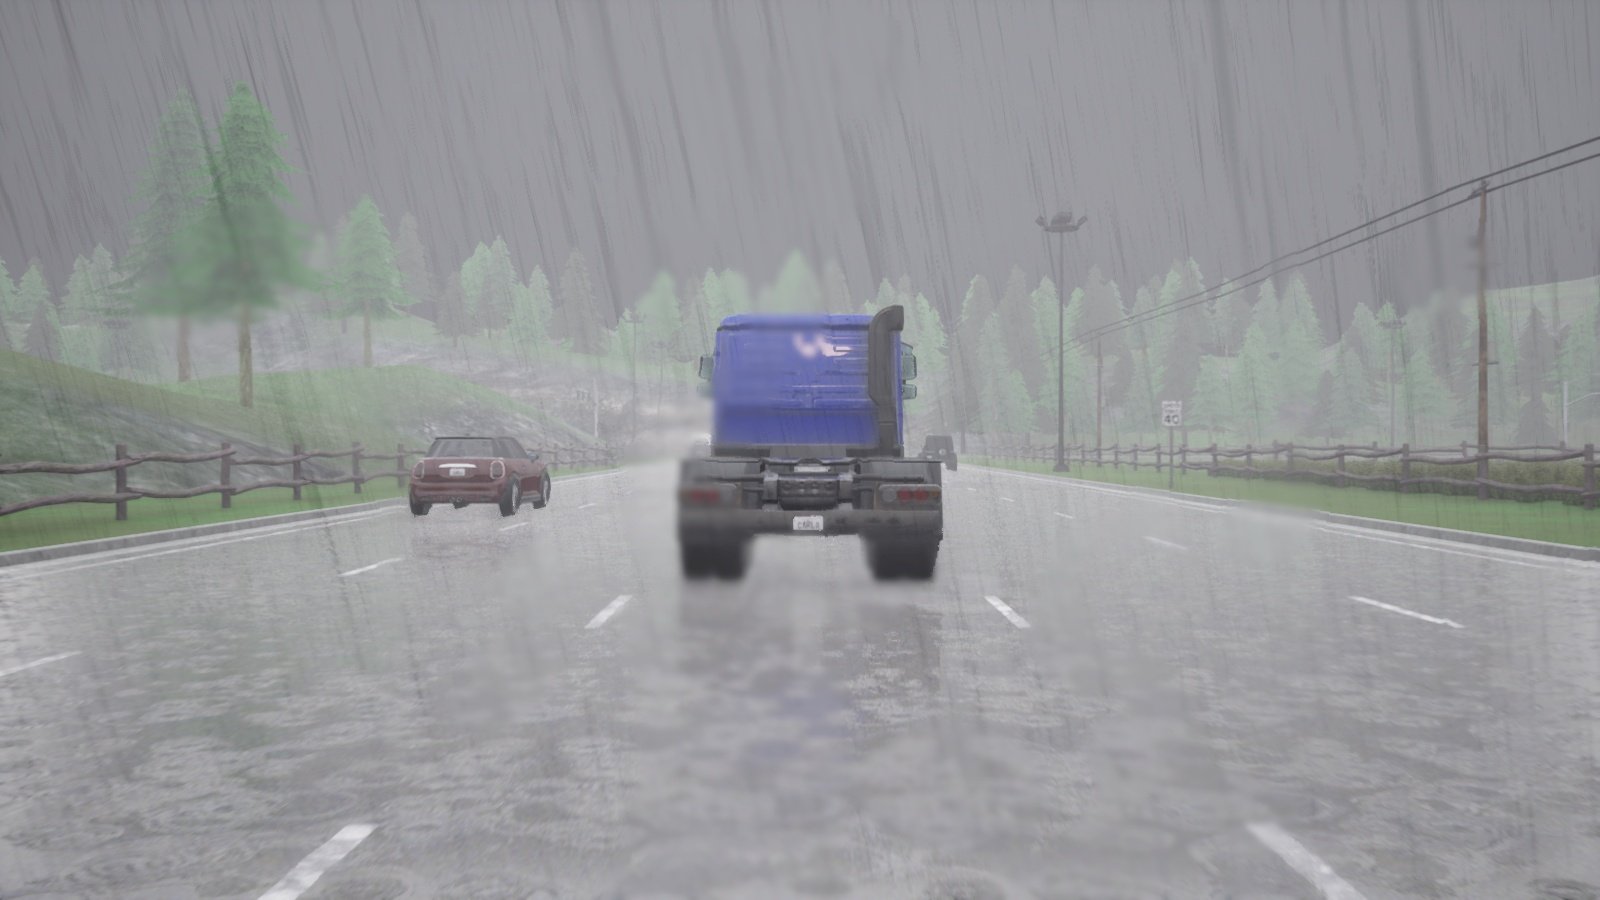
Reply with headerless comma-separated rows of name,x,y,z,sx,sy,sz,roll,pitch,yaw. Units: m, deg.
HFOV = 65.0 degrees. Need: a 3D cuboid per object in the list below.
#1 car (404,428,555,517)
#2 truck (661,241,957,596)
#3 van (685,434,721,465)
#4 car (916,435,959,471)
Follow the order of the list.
car,-6.829,0.439,27.310,2.097,1.767,4.553,0,0,0
truck,0.109,-0.331,16.248,2.891,3.462,7.936,0,0,0
van,-6.502,-0.033,84.797,2.069,2.038,4.480,0,0,0
car,7.402,0.150,67.855,1.905,1.878,3.866,0,0,0
